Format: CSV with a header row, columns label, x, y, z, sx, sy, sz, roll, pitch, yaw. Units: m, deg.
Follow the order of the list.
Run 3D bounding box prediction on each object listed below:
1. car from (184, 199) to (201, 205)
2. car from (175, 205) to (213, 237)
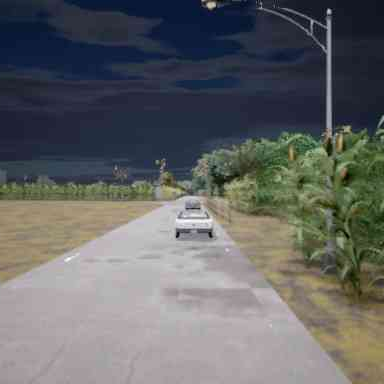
label,x,y,z,sx,sy,sz,roll,pitch,yaw
car,0.102,1.552,38.321,2.033,1.411,5.357,0,0,0
car,0.097,1.602,18.026,1.895,1.301,4.718,0,0,0
